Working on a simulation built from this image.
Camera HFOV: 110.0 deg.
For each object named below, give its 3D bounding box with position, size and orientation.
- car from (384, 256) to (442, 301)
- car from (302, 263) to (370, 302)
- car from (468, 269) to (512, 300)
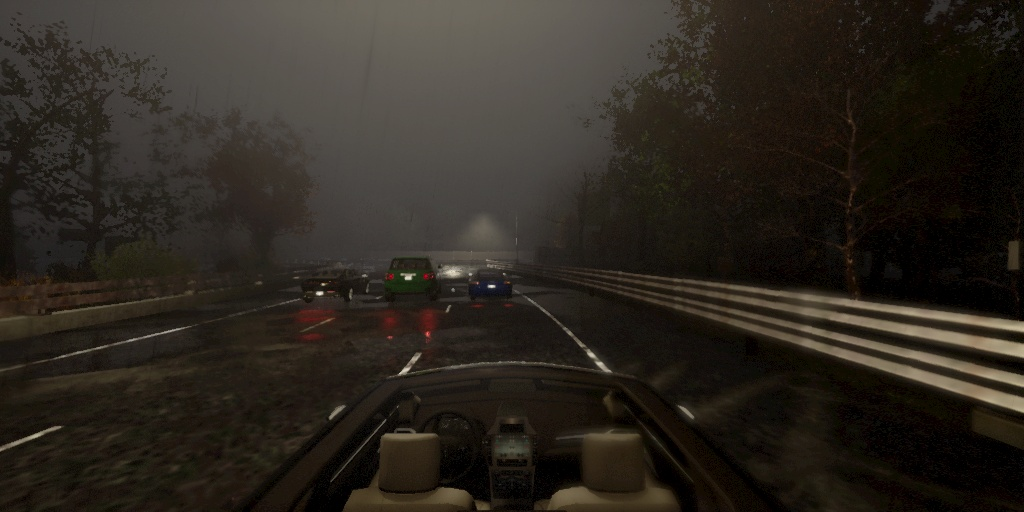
[{"bbox_3d":[-4.648,1.006,17.396,2.150,2.045,5.566,0,0,-8],"label":"car"},{"bbox_3d":[-8.108,1.264,16.865,1.837,1.490,4.892,0,0,-8],"label":"car"},{"bbox_3d":[-1.180,1.320,17.868,1.994,1.385,4.181,0,0,-8],"label":"car"}]
